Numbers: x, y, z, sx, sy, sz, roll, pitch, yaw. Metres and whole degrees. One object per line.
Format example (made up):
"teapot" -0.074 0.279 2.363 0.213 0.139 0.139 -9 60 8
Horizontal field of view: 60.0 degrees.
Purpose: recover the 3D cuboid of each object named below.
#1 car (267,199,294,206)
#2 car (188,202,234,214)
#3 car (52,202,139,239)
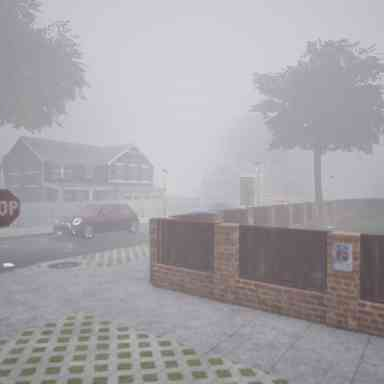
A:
"car" 10.487 1.562 39.334 1.882 1.535 5.008 0 0 36
"car" 1.575 1.528 26.783 1.882 1.535 5.008 0 0 35
"car" -4.947 1.381 17.563 2.097 1.767 4.553 0 0 35
